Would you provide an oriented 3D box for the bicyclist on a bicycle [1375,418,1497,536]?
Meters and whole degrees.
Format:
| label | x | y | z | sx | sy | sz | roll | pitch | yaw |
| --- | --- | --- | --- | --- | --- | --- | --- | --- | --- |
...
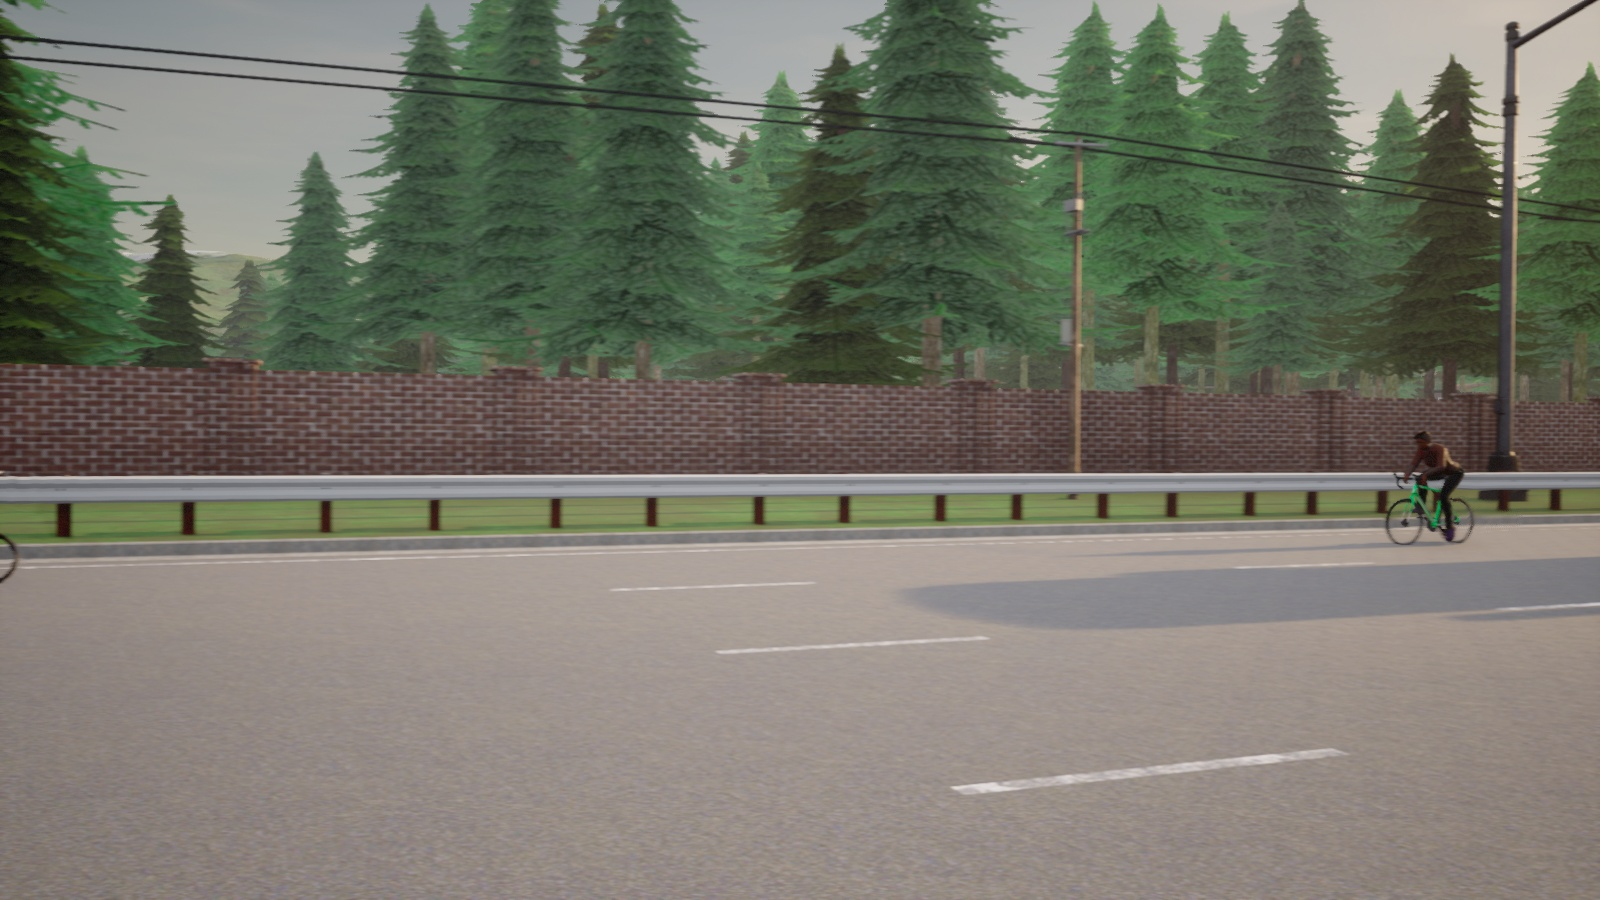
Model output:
| label | x | y | z | sx | sy | sz | roll | pitch | yaw |
| --- | --- | --- | --- | --- | --- | --- | --- | --- | --- |
| bicyclist on a bicycle | 9.069 | 0.361 | 17.912 | 1.656 | 1.620 | 0.582 | -1 | 1 | -21 |

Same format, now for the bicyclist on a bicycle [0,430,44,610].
| label | x | y | z | sx | sy | sz | roll | pitch | yaw |
| --- | --- | --- | --- | --- | --- | --- | --- | --- | --- |
| bicyclist on a bicycle | -7.885 | 0.633 | 11.470 | 1.509 | 1.612 | 0.866 | -1 | 1 | -21 |
